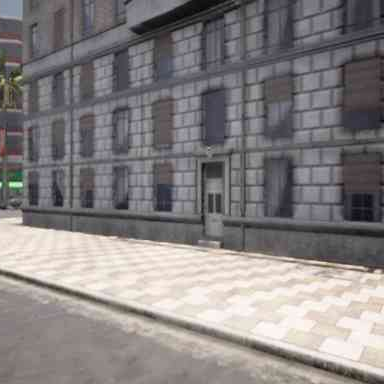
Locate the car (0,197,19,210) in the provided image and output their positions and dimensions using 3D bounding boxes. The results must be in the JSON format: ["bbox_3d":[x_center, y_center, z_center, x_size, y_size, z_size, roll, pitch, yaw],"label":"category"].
[{"bbox_3d":[-21.436,1.429,41.098,1.837,1.490,4.892,0,0,36],"label":"car"}]

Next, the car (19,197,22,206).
[{"bbox_3d":[-17.683,1.423,40.293,2.128,1.511,4.902,0,0,36],"label":"car"}]
